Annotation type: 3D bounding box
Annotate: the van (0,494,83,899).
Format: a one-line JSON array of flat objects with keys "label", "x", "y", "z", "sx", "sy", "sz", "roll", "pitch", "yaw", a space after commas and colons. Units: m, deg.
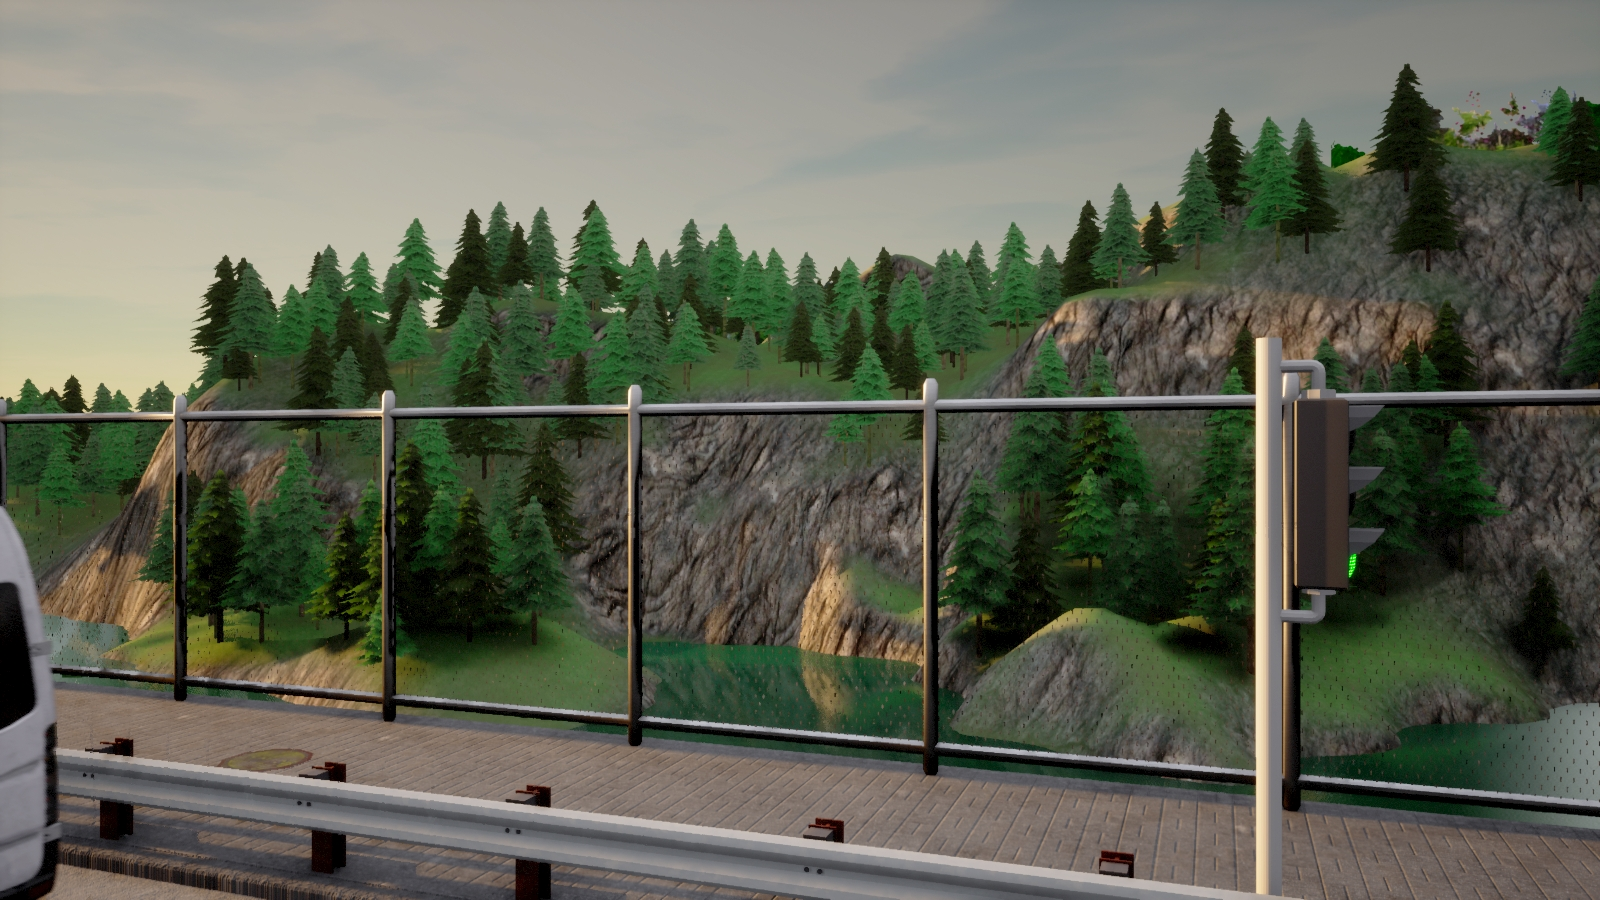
[{"label": "van", "x": -7.095, "y": 1.538, "z": 6.409, "sx": 5.915, "sy": 2.561, "sz": 1.988, "roll": 0, "pitch": 0, "yaw": 20}]
